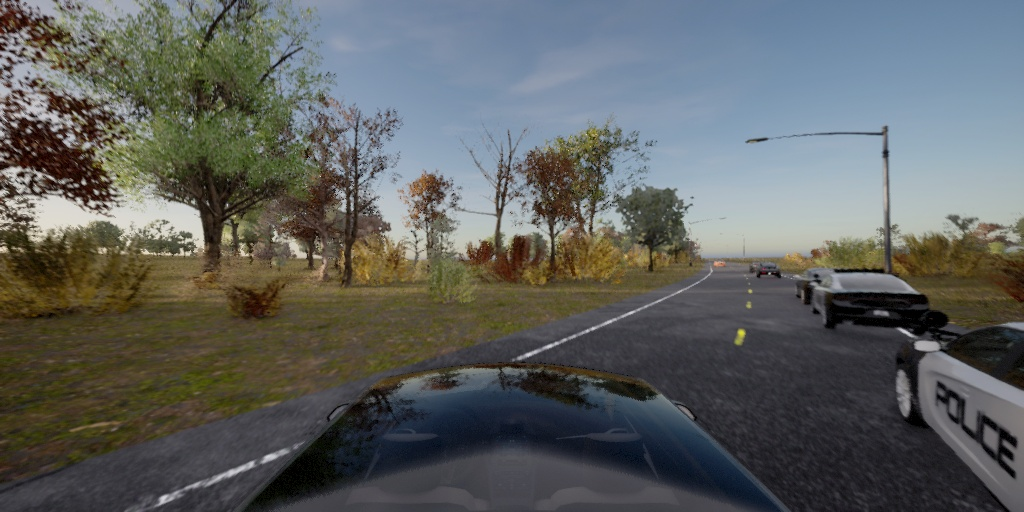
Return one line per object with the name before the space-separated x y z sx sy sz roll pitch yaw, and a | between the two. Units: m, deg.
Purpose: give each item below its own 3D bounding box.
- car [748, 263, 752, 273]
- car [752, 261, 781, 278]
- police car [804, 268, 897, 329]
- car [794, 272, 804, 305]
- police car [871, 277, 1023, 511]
car | 31.336 1.411 45.589 2.128 1.511 4.902 -1 -1 30
car | 25.317 1.378 35.553 1.837 1.490 4.892 -1 -1 32
police car | 10.334 1.173 10.731 1.930 1.638 5.238 -1 -1 35
car | 13.682 1.244 15.618 1.882 1.535 5.008 -1 -1 34
police car | 4.519 1.139 2.527 1.930 1.638 5.238 -1 -1 36
